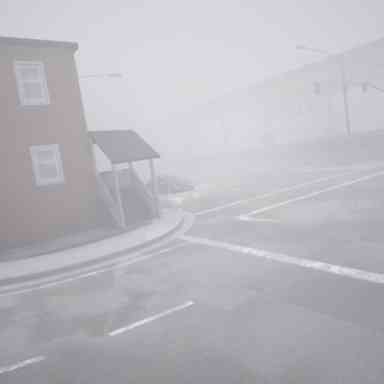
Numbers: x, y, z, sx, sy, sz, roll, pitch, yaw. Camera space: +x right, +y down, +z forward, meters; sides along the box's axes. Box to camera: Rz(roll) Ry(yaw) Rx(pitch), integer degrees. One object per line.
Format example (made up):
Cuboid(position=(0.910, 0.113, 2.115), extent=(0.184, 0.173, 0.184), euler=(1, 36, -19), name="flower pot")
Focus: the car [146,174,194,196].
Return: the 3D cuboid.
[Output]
Cuboid(position=(-1.765, -0.533, 25.151), extent=(1.837, 1.490, 4.892), euler=(-12, 8, -34), name="car")
